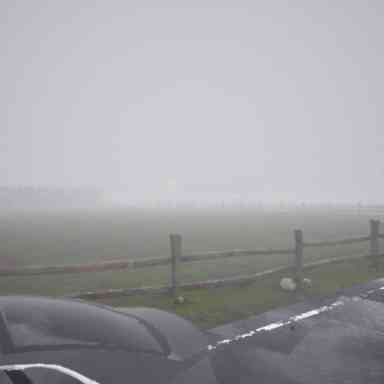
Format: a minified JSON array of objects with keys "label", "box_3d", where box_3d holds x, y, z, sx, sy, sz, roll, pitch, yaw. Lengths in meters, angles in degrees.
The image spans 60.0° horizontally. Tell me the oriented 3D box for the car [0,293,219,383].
[{"label":"car","box_3d":[-2.010,1.495,1.620,4.892,1.490,1.837,0,0,-36]}]
